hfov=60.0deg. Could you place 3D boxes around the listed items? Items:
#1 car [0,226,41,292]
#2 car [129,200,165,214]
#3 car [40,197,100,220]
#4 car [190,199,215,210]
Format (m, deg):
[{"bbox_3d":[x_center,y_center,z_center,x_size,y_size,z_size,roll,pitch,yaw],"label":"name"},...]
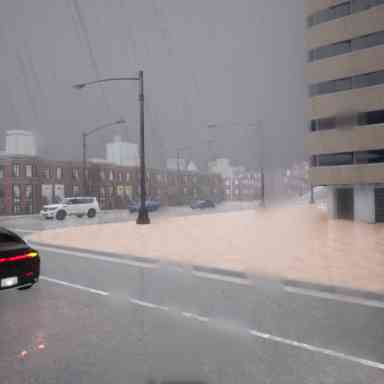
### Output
[{"bbox_3d":[-5.552,1.544,7.933,4.892,1.490,1.837,-1,-1,35],"label":"car"},{"bbox_3d":[-5.407,1.779,40.021,1.882,1.535,5.008,-1,-1,37],"label":"car"},{"bbox_3d":[-11.510,1.528,31.866,2.150,2.045,5.566,-1,-1,37],"label":"car"},{"bbox_3d":[1.631,1.821,49.408,1.812,1.442,4.674,-1,-1,37],"label":"car"}]
